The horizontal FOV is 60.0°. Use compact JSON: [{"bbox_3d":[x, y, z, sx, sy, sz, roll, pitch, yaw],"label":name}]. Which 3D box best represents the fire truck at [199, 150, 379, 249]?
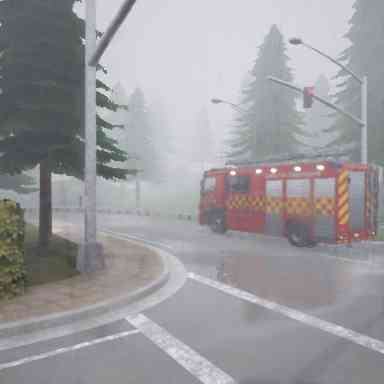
[{"bbox_3d":[3.895,0.330,15.851,2.891,3.827,8.468,0,0,-35],"label":"fire truck"}]
